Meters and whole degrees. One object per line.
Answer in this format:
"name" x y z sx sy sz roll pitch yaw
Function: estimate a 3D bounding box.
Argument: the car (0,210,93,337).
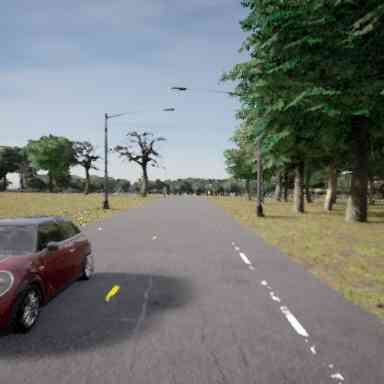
"car" -3.601 1.330 6.710 2.097 1.767 4.553 0 0 0
